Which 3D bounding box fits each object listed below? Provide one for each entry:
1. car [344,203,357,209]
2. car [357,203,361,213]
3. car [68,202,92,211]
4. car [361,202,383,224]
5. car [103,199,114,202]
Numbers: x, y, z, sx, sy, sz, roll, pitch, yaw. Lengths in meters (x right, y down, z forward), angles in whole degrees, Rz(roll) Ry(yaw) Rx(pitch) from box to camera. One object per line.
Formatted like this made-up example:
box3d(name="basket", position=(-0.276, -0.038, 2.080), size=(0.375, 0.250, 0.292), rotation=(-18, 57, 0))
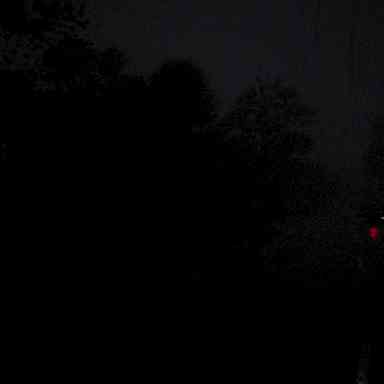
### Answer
box3d(name="car", position=(36.688, 3.198, 75.882), size=(1.882, 1.535, 5.008), rotation=(1, -2, -3))
box3d(name="car", position=(22.766, 2.025, 42.857), size=(1.882, 1.535, 5.008), rotation=(0, -2, 26))
box3d(name="car", position=(-10.855, 2.029, 35.128), size=(5.357, 1.411, 2.033), rotation=(-1, -3, 26))
box3d(name="car", position=(14.516, 1.667, 25.647), size=(2.128, 1.511, 4.902), rotation=(0, -1, 26))
box3d(name="car", position=(-20.309, 2.512, 83.181), size=(4.553, 1.767, 2.185), rotation=(0, -1, 25))
